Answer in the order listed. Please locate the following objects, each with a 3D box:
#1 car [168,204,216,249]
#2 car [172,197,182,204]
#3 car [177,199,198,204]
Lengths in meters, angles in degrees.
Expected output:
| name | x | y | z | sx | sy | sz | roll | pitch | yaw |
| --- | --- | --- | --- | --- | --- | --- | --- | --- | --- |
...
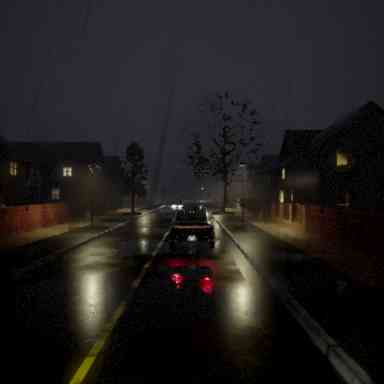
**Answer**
| name | x | y | z | sx | sy | sz | roll | pitch | yaw |
| --- | --- | --- | --- | --- | --- | --- | --- | --- | --- |
| car | -0.001 | 1.515 | 14.673 | 2.128 | 1.511 | 4.902 | 0 | 0 | 0 |
| car | -2.751 | 1.691 | 63.744 | 2.128 | 1.511 | 4.902 | 0 | 0 | 0 |
| car | -0.001 | 1.625 | 29.693 | 1.994 | 1.385 | 4.181 | 0 | 0 | 0 |
